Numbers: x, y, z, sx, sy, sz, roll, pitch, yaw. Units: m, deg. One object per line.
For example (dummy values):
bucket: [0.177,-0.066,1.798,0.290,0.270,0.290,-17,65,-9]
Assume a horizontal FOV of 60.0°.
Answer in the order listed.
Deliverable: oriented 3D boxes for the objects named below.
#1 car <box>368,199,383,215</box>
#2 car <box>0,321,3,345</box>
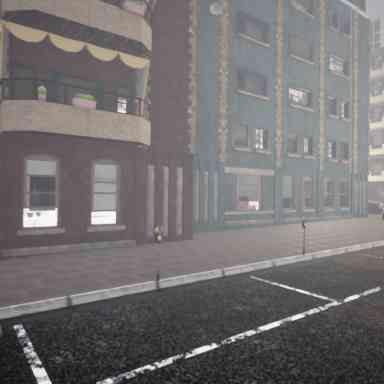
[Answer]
car: [16.127,1.241,32.629,2.192,1.841,5.009,1,0,-36]
car: [-4.210,1.566,3.086,4.313,1.339,1.947,0,1,-35]
